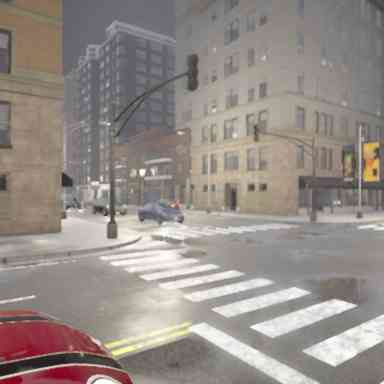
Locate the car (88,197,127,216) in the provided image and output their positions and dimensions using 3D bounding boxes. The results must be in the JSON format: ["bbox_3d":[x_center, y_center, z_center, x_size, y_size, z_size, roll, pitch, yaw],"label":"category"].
[{"bbox_3d":[-8.039,1.320,32.185,2.097,1.767,4.553,0,0,-36],"label":"car"}]

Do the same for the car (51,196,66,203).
[{"bbox_3d":[-28.144,1.561,70.050,1.947,1.339,4.313,0,0,-35],"label":"car"}]

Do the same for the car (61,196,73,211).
[{"bbox_3d":[-15.782,1.520,38.712,1.947,1.339,4.313,0,0,-35],"label":"car"}]

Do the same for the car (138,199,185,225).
[{"bbox_3d":[-2.360,1.504,24.106,1.812,1.442,4.674,0,0,-34],"label":"car"}]

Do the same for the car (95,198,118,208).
[{"bbox_3d":[-12.384,1.564,47.798,1.802,1.307,4.206,0,0,-35],"label":"car"}]

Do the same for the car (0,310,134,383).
[{"bbox_3d":[-2.480,1.352,1.693,4.553,1.767,2.097,0,0,-36],"label":"car"}]

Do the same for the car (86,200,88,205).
[{"bbox_3d":[-15.634,1.508,52.387,1.752,1.417,4.829,0,0,-35],"label":"car"}]

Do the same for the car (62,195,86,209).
[{"bbox_3d":[-15.742,1.466,43.077,1.837,1.490,4.892,0,0,-35],"label":"car"}]
